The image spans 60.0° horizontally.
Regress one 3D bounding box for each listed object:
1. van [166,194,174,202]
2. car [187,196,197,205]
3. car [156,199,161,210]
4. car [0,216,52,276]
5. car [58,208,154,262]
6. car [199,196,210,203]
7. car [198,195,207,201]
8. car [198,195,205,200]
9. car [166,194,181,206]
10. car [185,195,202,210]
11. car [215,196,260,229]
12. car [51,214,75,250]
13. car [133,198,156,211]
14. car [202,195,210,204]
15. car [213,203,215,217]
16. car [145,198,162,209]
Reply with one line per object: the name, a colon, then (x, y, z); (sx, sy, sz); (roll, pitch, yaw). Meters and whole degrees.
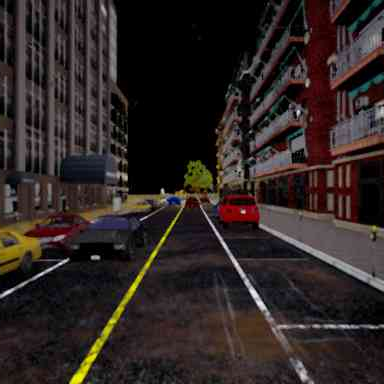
van: (-5.351, 1.382, 80.040); (1.690, 1.788, 3.998); (0, 0, 0)
car: (0.021, 1.559, 61.423); (1.812, 1.442, 4.674); (0, 0, 0)
car: (-5.318, 1.589, 41.310); (1.947, 1.339, 4.313); (0, 0, 0)
car: (-5.314, 1.531, 7.942); (1.752, 1.417, 4.829); (0, 0, 0)
car: (-2.852, 1.556, 12.495); (2.033, 1.411, 5.357); (0, 0, 0)
car: (2.560, 1.587, 68.937); (2.008, 1.369, 4.403); (0, 0, 0)
car: (2.656, 1.594, 85.515); (2.008, 1.369, 4.403); (0, 0, 0)
car: (2.687, 1.591, 93.444); (1.887, 1.381, 4.507); (0, 0, 0)
car: (-2.818, 1.507, 54.076); (1.882, 1.535, 5.008); (0, 0, 0)
car: (0.049, 1.502, 43.419); (1.882, 1.535, 5.008); (0, 0, 0)
car: (2.979, 1.242, 21.991); (2.150, 2.045, 5.566); (0, 0, 0)
car: (-5.315, 1.591, 13.645); (1.802, 1.307, 4.206); (0, 0, 0)
car: (-5.317, 1.546, 35.607); (1.752, 1.417, 4.829); (0, 0, 0)
car: (2.561, 1.616, 63.410); (1.802, 1.307, 4.206); (0, 0, 0)
car: (2.984, 1.370, 28.931); (2.097, 1.767, 4.553); (0, 0, 0)
car: (-5.318, 1.551, 46.673); (1.752, 1.417, 4.829); (0, 0, 0)
